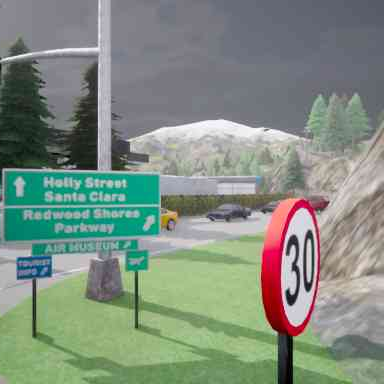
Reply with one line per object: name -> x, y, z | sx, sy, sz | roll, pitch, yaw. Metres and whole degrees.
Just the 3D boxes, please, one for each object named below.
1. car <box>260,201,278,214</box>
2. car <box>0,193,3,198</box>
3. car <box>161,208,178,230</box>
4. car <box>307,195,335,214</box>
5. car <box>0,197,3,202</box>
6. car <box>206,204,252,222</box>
car -> 9.650, 1.739, 37.708 | 2.033, 1.411, 5.357 | 0, 0, 36
car -> -38.568, 1.489, 69.987 | 4.514, 1.523, 2.007 | 0, 0, 35
car -> -2.906, 1.669, 20.472 | 1.882, 1.535, 5.008 | 0, 0, 36
car -> 15.010, 1.413, 38.824 | 2.150, 2.045, 5.566 | 0, 0, 36
car -> -12.363, 1.505, 26.047 | 1.905, 1.878, 3.866 | 0, 0, 35
car -> 3.364, 1.739, 29.092 | 2.033, 1.411, 5.357 | 0, 0, 36
